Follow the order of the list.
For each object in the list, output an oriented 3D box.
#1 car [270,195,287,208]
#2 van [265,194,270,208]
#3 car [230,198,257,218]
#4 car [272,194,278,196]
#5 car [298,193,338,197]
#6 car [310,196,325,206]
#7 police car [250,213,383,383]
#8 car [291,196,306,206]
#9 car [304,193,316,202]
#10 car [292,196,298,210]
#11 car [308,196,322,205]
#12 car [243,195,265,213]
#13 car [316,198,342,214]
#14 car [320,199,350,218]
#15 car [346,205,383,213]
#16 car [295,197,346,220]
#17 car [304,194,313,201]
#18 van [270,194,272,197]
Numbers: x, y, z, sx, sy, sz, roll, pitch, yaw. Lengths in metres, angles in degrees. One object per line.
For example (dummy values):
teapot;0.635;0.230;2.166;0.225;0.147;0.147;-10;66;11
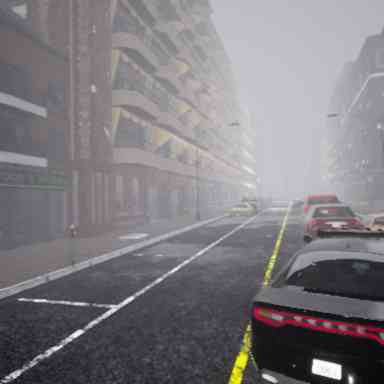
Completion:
car;12.923;1.577;49.066;1.895;1.301;4.718;-2;-1;17
van;9.540;1.400;46.737;1.690;1.788;3.998;0;0;17
car;4.614;1.605;30.717;1.752;1.417;4.829;0;0;17
car;14.418;1.372;62.596;2.192;1.841;5.009;0;0;17
car;7.714;1.124;20.019;2.150;2.045;5.566;-2;0;17
car;18.678;1.349;49.649;1.887;1.381;4.507;-1;0;17
police car;2.594;1.379;5.217;1.930;1.638;5.238;-2;0;32
car;17.132;1.378;53.412;2.128;1.511;4.902;-2;-1;17
car;25.148;1.124;70.806;2.192;1.841;5.009;-1;0;17
car;13.188;1.457;40.527;1.994;1.385;4.181;-2;0;18
car;20.304;1.348;54.935;1.887;1.381;4.507;-1;0;17
car;6.289;1.386;36.167;2.192;1.841;5.009;0;0;17
car;13.800;1.369;33.791;2.008;1.369;4.403;0;0;17
car;12.174;1.372;28.503;1.887;1.381;4.507;0;0;17
car;7.347;1.382;12.808;1.752;1.417;4.829;0;0;17
car;5.792;1.268;14.219;2.097;1.767;4.553;-2;0;14
car;28.401;1.260;81.380;1.967;1.590;4.097;-1;0;17
van;11.166;1.398;52.024;1.690;1.788;3.998;0;0;17
